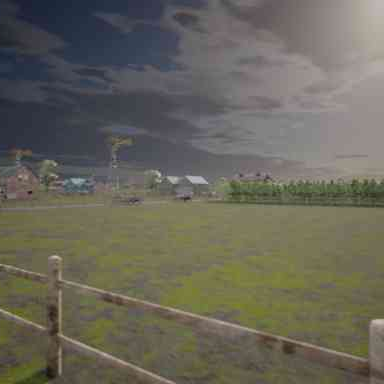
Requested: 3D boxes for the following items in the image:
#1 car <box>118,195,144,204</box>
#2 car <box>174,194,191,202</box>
[{"bbox_3d":[-10.292,1.280,56.422,2.128,1.511,4.902,-1,0,35],"label":"car"},{"bbox_3d":[-1.913,1.236,68.617,1.812,1.442,4.674,-1,0,35],"label":"car"}]
